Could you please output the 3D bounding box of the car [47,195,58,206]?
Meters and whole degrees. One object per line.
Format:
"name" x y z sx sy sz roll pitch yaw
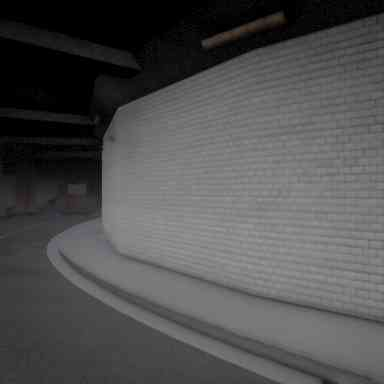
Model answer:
"car" -23.888 1.587 60.674 2.150 2.045 5.566 0 -1 16

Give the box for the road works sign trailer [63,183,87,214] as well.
"road works sign trailer" -13.513 0.721 39.239 2.380 3.560 2.880 0 -1 7
